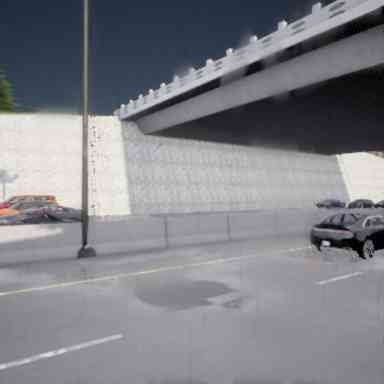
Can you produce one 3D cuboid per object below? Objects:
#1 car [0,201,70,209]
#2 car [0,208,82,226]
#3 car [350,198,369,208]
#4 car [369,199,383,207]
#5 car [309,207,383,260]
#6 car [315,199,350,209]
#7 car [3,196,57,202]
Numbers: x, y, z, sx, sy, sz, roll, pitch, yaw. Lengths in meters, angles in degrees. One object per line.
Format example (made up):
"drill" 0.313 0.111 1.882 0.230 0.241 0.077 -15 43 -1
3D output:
"car" -8.632 1.509 19.331 4.902 1.511 2.128 0 0 -35
"car" -7.811 1.612 15.618 4.718 1.301 1.895 0 0 -35
"car" 23.900 1.687 46.810 4.892 1.490 1.837 1 -1 -35
"car" 26.044 1.658 44.046 5.008 1.535 1.882 1 0 -35
"car" 6.530 1.540 12.702 4.902 1.511 2.128 0 0 -35
"car" 20.211 1.720 48.490 5.357 1.411 2.033 0 0 -35
"car" -11.007 1.368 21.935 4.553 1.767 2.097 0 0 -35
